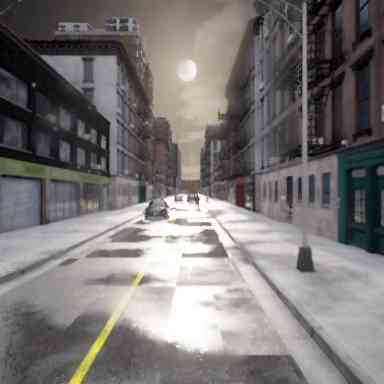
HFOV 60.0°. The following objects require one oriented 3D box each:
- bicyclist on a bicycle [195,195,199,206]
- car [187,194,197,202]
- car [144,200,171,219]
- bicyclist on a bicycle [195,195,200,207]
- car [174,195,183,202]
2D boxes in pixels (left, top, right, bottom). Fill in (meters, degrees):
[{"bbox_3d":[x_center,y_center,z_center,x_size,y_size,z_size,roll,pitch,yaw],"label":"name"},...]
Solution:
[{"bbox_3d":[0.739,1.309,50.369,0.582,1.620,1.656,0,0,0],"label":"bicyclist on a bicycle"},{"bbox_3d":[-0.025,1.130,70.672,2.097,1.767,4.553,0,0,0],"label":"car"},{"bbox_3d":[-2.857,1.437,27.902,1.837,1.490,4.892,0,0,0],"label":"car"},{"bbox_3d":[0.742,1.257,41.664,0.659,1.776,1.843,0,0,0],"label":"bicyclist on a bicycle"},{"bbox_3d":[-2.775,1.299,69.184,2.128,1.511,4.902,0,0,0],"label":"car"}]
